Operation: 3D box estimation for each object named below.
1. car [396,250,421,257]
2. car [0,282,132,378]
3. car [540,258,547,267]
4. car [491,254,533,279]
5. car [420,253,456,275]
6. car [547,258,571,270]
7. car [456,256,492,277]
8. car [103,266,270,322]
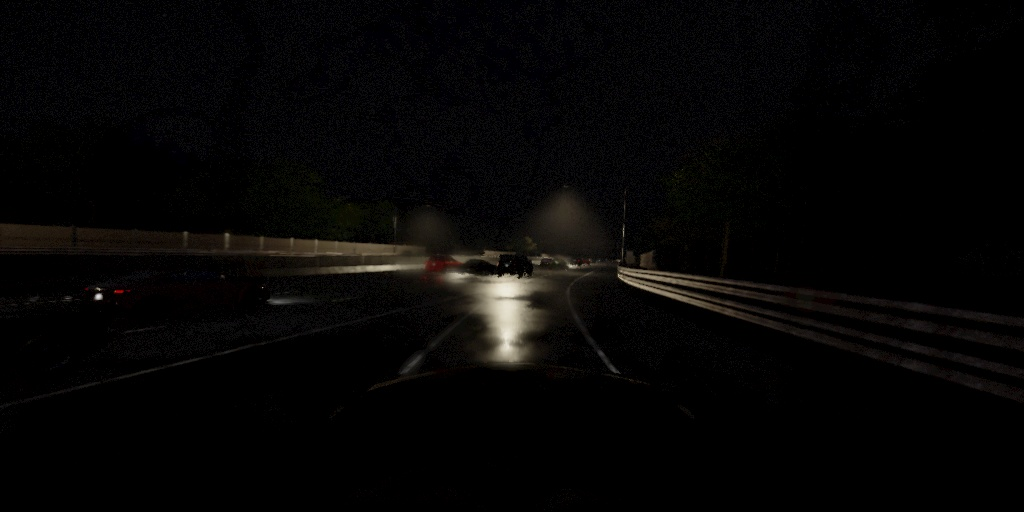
[{"bbox_3d":[-16.959,0.108,59.446,2.150,2.045,5.566,2,0,17],"label":"car"},{"bbox_3d":[-8.151,1.131,4.157,1.895,1.301,4.718,2,0,17],"label":"car"},{"bbox_3d":[6.398,1.251,64.133,1.994,1.385,4.181,2,0,17],"label":"car"},{"bbox_3d":[0.356,0.884,32.140,2.150,2.045,5.566,2,0,17],"label":"car"},{"bbox_3d":[-6.365,0.765,34.092,2.097,1.767,4.553,2,0,17],"label":"car"},{"bbox_3d":[7.258,1.124,54.895,2.097,1.767,4.553,2,0,17],"label":"car"},{"bbox_3d":[-3.008,1.016,33.128,1.882,1.535,5.008,2,0,17],"label":"car"},{"bbox_3d":[-9.764,0.996,10.883,1.994,1.385,4.181,2,0,17],"label":"car"}]
